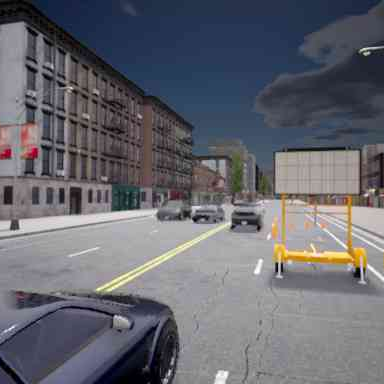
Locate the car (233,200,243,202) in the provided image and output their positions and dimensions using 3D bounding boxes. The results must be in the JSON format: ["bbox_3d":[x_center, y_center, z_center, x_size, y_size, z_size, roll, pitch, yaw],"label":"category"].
[{"bbox_3d":[9.593,2.325,68.259,1.882,1.535,5.008,0,-1,15],"label":"car"}]

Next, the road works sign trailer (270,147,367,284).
[{"bbox_3d":[3.657,0.496,9.881,2.380,3.560,2.880,0,0,15],"label":"road works sign trailer"}]

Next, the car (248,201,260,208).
[{"bbox_3d":[12.465,2.435,66.470,1.895,1.301,4.718,0,-1,16],"label":"car"}]

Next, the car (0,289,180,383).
[{"bbox_3d":[-1.568,1.558,2.885,1.994,1.385,4.181,0,0,17],"label":"car"}]

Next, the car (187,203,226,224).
[{"bbox_3d":[1.478,1.692,26.874,2.033,1.411,5.357,0,-1,15],"label":"car"}]

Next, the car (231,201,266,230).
[{"bbox_3d":[3.795,1.618,22.278,1.837,1.490,4.892,0,0,15],"label":"car"}]

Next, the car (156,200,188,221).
[{"bbox_3d":[-1.405,1.498,28.626,2.097,1.767,4.553,0,-1,15],"label":"car"}]
